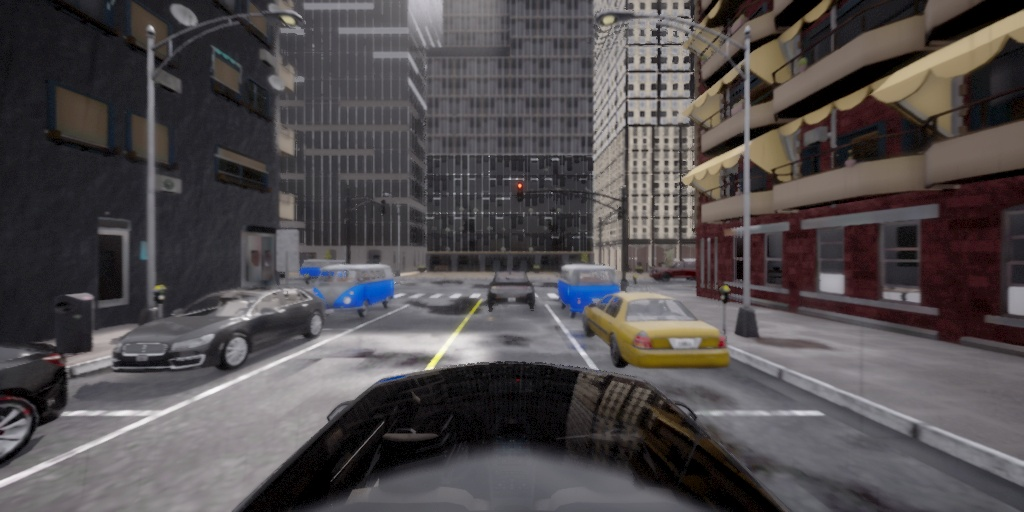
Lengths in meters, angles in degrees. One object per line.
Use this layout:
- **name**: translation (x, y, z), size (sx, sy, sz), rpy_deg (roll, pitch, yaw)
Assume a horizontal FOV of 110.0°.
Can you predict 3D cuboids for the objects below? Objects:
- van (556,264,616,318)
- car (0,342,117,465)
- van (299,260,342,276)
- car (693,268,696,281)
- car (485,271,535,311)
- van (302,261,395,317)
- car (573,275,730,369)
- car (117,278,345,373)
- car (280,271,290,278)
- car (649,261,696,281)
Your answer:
- **van**: translation (2.682, 1.207, 13.281), size (1.690, 1.789, 3.998), rpy_deg (0, 0, 0)
- **car**: translation (-5.692, 1.320, 2.101), size (1.948, 1.339, 4.313), rpy_deg (0, 0, 0)
- **van**: translation (-17.175, 1.269, 32.801), size (3.998, 1.789, 1.690), rpy_deg (0, 0, 0)
- **car**: translation (15.168, 1.667, 24.245), size (4.507, 1.381, 1.888), rpy_deg (0, 0, 0)
- **car**: translation (-0.092, 1.380, 15.342), size (2.128, 1.511, 4.902), rpy_deg (0, 0, -2)
- **van**: translation (-5.699, 1.207, 13.304), size (1.690, 1.789, 3.998), rpy_deg (0, 0, 0)
- **car**: translation (2.685, 1.335, 7.849), size (1.751, 1.417, 4.829), rpy_deg (0, 0, 0)
- **car**: translation (-5.696, 1.361, 7.703), size (2.007, 1.370, 4.403), rpy_deg (0, 0, 0)
- **car**: translation (-22.697, 1.469, 32.831), size (4.313, 1.339, 1.948), rpy_deg (0, 0, 0)
- **car**: translation (15.214, 1.406, 32.625), size (5.009, 1.841, 2.192), rpy_deg (0, 0, 0)
